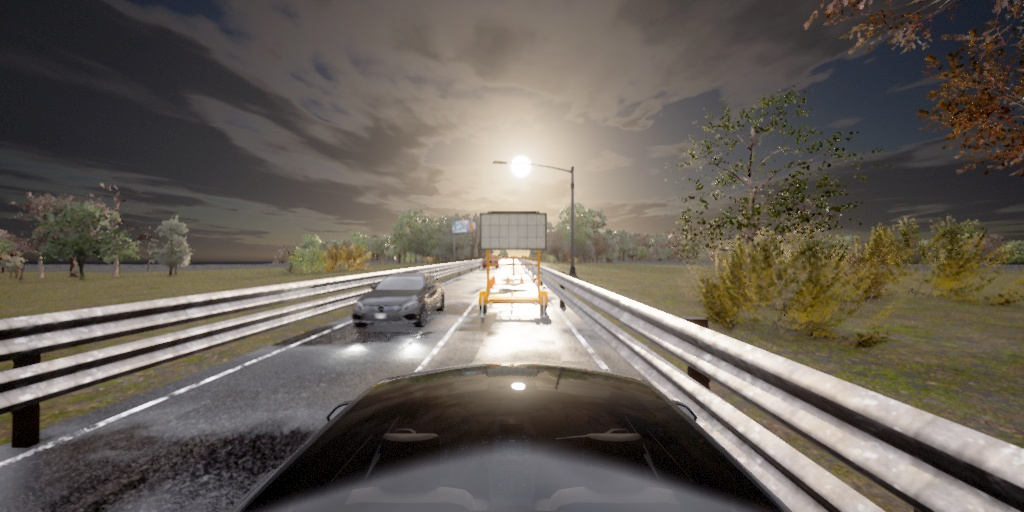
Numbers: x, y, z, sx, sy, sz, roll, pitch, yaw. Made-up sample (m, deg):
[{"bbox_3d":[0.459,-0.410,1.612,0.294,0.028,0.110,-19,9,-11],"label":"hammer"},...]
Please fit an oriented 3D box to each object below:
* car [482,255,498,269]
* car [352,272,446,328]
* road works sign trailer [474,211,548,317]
[{"bbox_3d":[-3.143,0.830,52.668,2.150,2.045,5.566,0,0,0],"label":"car"},{"bbox_3d":[-3.313,1.249,11.386,1.812,1.442,4.674,0,0,0],"label":"car"},{"bbox_3d":[0.053,0.183,12.955,2.380,3.560,2.880,0,0,1],"label":"road works sign trailer"}]
